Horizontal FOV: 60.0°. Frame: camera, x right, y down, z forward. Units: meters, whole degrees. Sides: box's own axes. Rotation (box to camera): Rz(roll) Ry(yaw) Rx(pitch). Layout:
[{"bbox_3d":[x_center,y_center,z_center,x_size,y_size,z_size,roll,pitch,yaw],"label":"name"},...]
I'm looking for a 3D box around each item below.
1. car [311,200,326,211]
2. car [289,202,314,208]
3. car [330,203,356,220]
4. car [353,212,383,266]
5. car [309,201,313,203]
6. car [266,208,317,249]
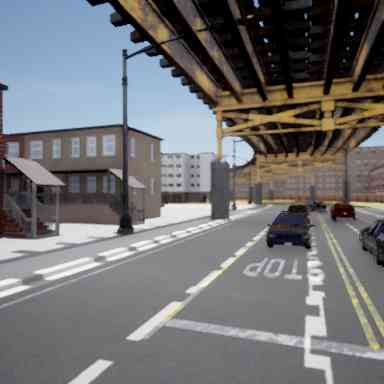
[{"bbox_3d":[18.162,1.947,49.233,2.128,1.511,4.902,0,-1,-1],"label":"car"},{"bbox_3d":[7.961,1.748,24.953,1.837,1.490,4.892,-1,-1,19],"label":"car"},{"bbox_3d":[14.122,1.748,31.255,1.882,1.535,5.008,-1,-1,19],"label":"car"},{"bbox_3d":[7.141,1.635,11.538,2.033,1.411,5.357,-1,-1,19],"label":"car"},{"bbox_3d":[10.923,1.850,33.629,1.812,1.442,4.674,-1,-1,18],"label":"car"},{"bbox_3d":[4.717,1.706,15.766,2.033,1.411,5.357,-1,-1,20],"label":"car"}]
